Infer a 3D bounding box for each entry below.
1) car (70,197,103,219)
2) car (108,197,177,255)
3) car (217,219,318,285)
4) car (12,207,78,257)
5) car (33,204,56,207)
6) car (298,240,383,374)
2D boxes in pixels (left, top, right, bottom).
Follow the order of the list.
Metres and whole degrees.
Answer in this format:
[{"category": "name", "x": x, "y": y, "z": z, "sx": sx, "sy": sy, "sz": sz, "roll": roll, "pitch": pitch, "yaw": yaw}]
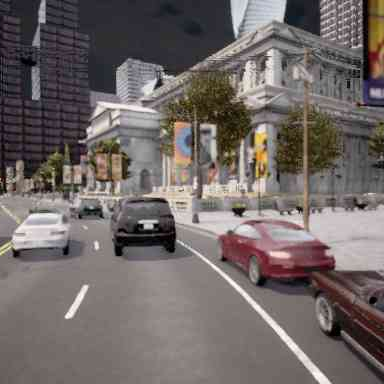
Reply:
[{"category": "car", "x": -9.366, "y": 1.333, "z": 29.300, "sx": 2.097, "sy": 1.767, "sz": 4.553, "roll": 0, "pitch": 0, "yaw": -30}, {"category": "car", "x": -2.132, "y": 1.204, "z": 13.500, "sx": 2.150, "sy": 2.045, "sz": 5.566, "roll": 0, "pitch": 0, "yaw": -15}, {"category": "car", "x": 2.081, "y": 1.489, "z": 9.358, "sx": 2.002, "sy": 1.452, "sz": 4.674, "roll": 0, "pitch": 0, "yaw": -12}, {"category": "car", "x": -5.654, "y": 1.527, "z": 13.026, "sx": 1.812, "sy": 1.442, "sz": 4.674, "roll": 0, "pitch": 0, "yaw": -16}, {"category": "car", "x": -11.932, "y": 1.602, "z": 26.791, "sx": 1.895, "sy": 1.301, "sz": 4.718, "roll": 0, "pitch": 0, "yaw": -30}, {"category": "car", "x": 2.997, "y": 1.571, "z": 3.702, "sx": 1.895, "sy": 1.301, "sz": 4.718, "roll": 0, "pitch": 0, "yaw": -2}]
